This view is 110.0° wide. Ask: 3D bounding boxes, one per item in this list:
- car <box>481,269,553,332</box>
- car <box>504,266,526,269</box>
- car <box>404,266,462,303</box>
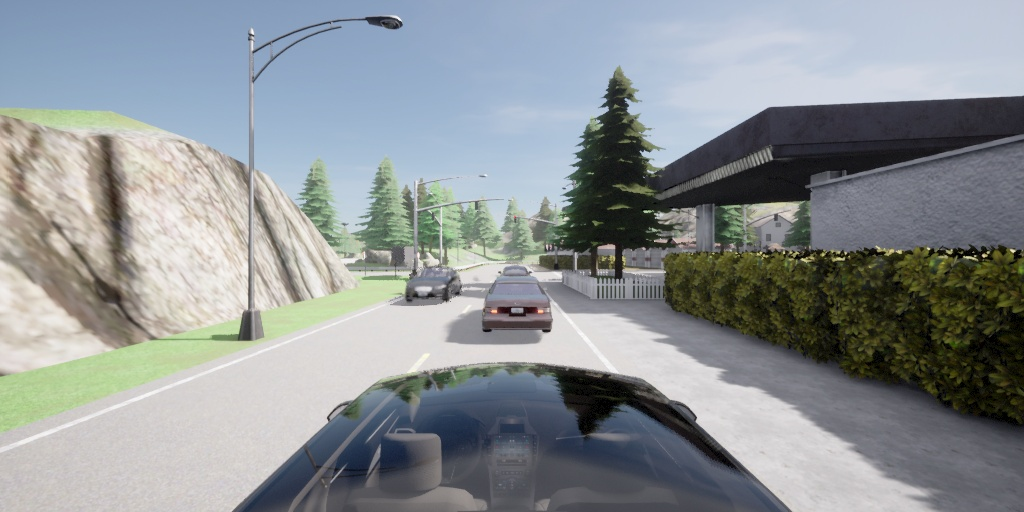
[{"bbox_3d":[0.136,1.297,10.772,2.033,1.411,5.357,0,0,0],"label":"car"},{"bbox_3d":[0.181,1.276,20.358,1.812,1.442,4.674,0,0,0],"label":"car"},{"bbox_3d":[-3.509,1.242,16.669,2.128,1.511,4.902,0,0,1],"label":"car"}]
